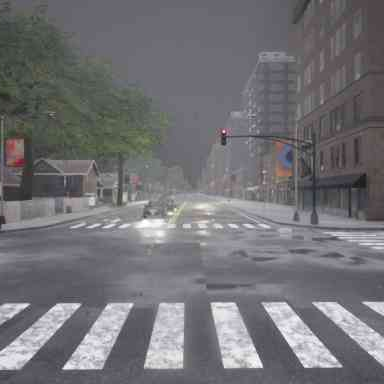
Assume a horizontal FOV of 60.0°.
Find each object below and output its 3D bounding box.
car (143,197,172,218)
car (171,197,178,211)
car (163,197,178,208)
[{"bbox_3d":[-3.252,1.500,30.209,2.128,1.511,4.902,0,0,0],"label":"car"},{"bbox_3d":[-3.218,1.367,39.943,2.097,1.767,4.553,0,0,1],"label":"car"},{"bbox_3d":[-3.181,1.548,49.901,1.812,1.442,4.674,0,0,0],"label":"car"}]
